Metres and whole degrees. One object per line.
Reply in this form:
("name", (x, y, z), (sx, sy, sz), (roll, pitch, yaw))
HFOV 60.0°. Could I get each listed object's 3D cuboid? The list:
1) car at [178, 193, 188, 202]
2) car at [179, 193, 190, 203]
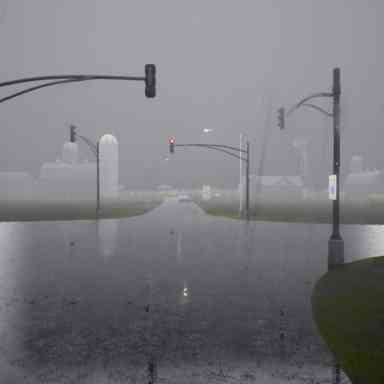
("car", (-2.091, 1.189, 79.909), (2.150, 2.045, 5.566), (0, 0, -4))
("car", (-1.508, 1.553, 69.874), (1.812, 1.442, 4.674), (0, 0, -3))
